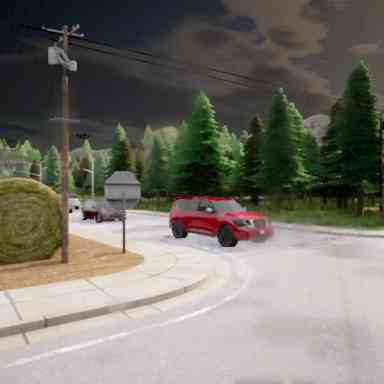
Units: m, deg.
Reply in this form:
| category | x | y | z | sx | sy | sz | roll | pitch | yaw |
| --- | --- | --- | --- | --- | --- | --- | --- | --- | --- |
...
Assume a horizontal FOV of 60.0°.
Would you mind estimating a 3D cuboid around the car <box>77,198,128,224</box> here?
| category | x | y | z | sx | sy | sz | roll | pitch | yaw |
| --- | --- | --- | --- | --- | --- | --- | --- | --- | --- |
| car | -6.716 | 1.383 | 25.336 | 2.097 | 1.767 | 4.553 | 0 | 0 | -38 |

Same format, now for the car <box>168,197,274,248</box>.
| category | x | y | z | sx | sy | sz | roll | pitch | yaw |
| --- | --- | --- | --- | --- | --- | --- | --- | --- | --- |
| car | 1.096 | 1.254 | 15.450 | 2.150 | 2.045 | 5.566 | 0 | 0 | -38 |

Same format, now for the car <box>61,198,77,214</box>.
| category | x | y | z | sx | sy | sz | roll | pitch | yaw |
| --- | --- | --- | --- | --- | --- | --- | --- | --- | --- |
| car | -13.790 | 1.596 | 34.313 | 1.994 | 1.385 | 4.181 | 0 | 0 | -38 |

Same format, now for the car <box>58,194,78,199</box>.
| category | x | y | z | sx | sy | sz | roll | pitch | yaw |
| --- | --- | --- | --- | --- | --- | --- | --- | --- | --- |
| car | -16.661 | 1.253 | 43.793 | 2.150 | 2.045 | 5.566 | 0 | 0 | -38 |
